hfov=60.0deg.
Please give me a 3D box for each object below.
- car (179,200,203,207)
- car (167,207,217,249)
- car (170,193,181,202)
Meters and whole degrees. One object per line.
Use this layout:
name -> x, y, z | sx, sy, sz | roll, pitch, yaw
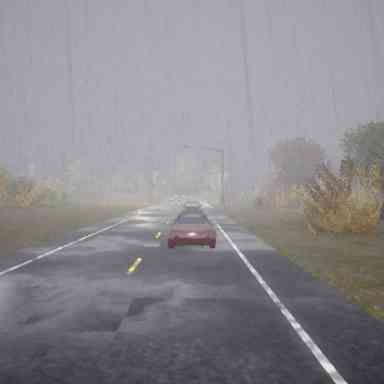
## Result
car -> 0.000, 1.543, 29.651 | 1.812, 1.442, 4.674 | 0, 0, 0
car -> 0.000, 1.574, 14.651 | 1.994, 1.385, 4.181 | 0, 0, 0
car -> -3.758, 1.233, 75.916 | 2.150, 2.045, 5.566 | 0, 0, -3
